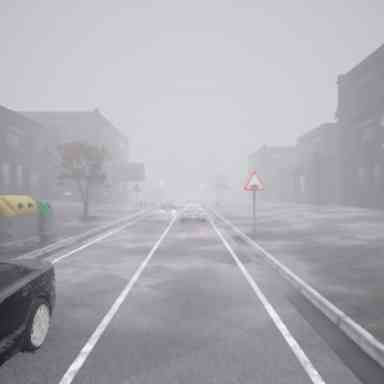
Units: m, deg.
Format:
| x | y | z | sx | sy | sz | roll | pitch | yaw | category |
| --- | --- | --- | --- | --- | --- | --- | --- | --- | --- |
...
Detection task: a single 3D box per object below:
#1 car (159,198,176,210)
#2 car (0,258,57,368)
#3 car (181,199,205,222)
| x | y | z | sx | sy | sz | roll | pitch | yaw | category |
| --- | --- | --- | --- | --- | --- | --- | --- | --- | --- |
| -3.090 | 1.594 | 44.000 | 1.812 | 1.442 | 4.674 | 0 | 0 | 0 | car |
| -3.100 | 1.481 | 3.319 | 1.882 | 1.535 | 5.008 | 0 | 0 | 0 | car |
| 0.088 | 1.570 | 26.403 | 1.812 | 1.442 | 4.674 | 0 | 0 | 0 | car |
